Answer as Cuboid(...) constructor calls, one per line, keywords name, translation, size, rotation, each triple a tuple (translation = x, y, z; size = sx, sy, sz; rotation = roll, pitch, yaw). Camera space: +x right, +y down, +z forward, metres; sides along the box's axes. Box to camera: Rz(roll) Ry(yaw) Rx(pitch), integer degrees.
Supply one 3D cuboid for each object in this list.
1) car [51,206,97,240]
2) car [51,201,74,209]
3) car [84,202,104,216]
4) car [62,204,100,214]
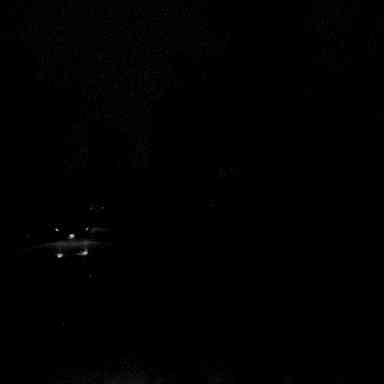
Cuboid(name="car", translation=(-6.477, 1.712, 18.353), size=(2.033, 1.411, 5.357), rotation=(0, -1, -17))
Cuboid(name="car", translation=(-17.193, 1.888, 44.378), size=(2.128, 1.511, 4.902), rotation=(0, -1, -41))
Cuboid(name="car", translation=(-11.179, 1.854, 36.779), size=(1.812, 1.442, 4.674), rotation=(0, -1, -34))
Cuboid(name="car", translation=(-8.261, 1.830, 24.449), size=(1.994, 1.385, 4.181), rotation=(0, -1, -23))
